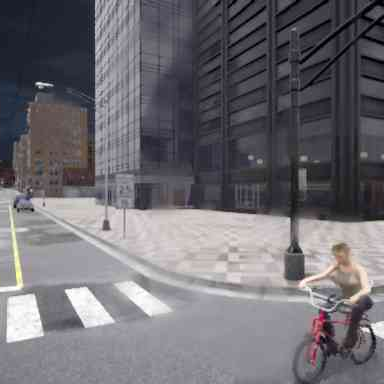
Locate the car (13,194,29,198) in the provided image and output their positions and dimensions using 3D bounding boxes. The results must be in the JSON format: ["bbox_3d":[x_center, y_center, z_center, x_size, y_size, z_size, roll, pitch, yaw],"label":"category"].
[{"bbox_3d":[-25.243,1.369,49.361,2.150,2.045,5.566,0,0,-29],"label":"car"}]

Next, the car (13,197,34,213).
[{"bbox_3d":[-20.194,1.698,40.263,2.033,1.411,5.357,0,0,-29],"label":"car"}]

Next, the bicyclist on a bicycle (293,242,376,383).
[{"bbox_3d":[1.807,1.435,4.121,1.509,1.612,0.866,0,0,-28],"label":"bicyclist on a bicycle"}]
